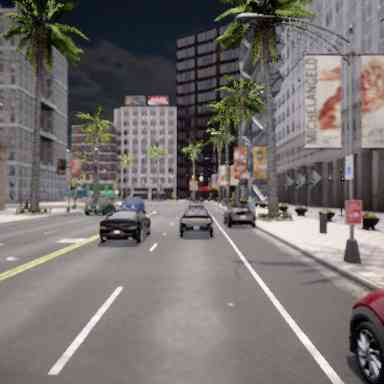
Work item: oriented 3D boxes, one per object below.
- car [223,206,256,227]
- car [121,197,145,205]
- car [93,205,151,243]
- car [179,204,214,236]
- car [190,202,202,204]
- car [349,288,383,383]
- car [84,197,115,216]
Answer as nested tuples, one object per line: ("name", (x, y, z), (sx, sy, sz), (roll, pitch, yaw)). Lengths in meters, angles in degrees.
("car", (3.406, 1.732, 24.448), (2.161, 1.482, 4.786), (0, -1, 0))
("car", (-6.654, 1.563, 37.688), (2.150, 2.045, 5.566), (0, -1, 1))
("car", (-3.269, 1.630, 17.059), (1.882, 1.535, 5.008), (0, -1, 1))
("car", (0.261, 1.666, 19.591), (2.128, 1.511, 4.902), (0, -1, 1))
("car", (0.432, 1.815, 35.265), (1.837, 1.490, 4.892), (0, -2, 1))
("car", (3.098, 1.378, 2.521), (2.185, 1.767, 4.553), (0, -1, 0))
("car", (-10.167, 1.557, 37.132), (2.150, 2.045, 5.566), (0, -1, 1))
